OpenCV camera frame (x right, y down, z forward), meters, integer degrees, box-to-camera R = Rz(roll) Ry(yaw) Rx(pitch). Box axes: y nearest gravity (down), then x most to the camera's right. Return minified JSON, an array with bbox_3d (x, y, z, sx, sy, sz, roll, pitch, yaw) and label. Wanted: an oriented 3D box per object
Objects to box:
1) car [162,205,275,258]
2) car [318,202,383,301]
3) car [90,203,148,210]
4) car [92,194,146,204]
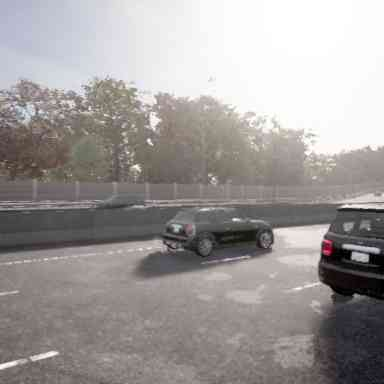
[{"bbox_3d":[1.177,1.378,13.182,4.553,1.767,2.097,0,0,-35],"label":"car"},{"bbox_3d":[5.143,1.247,7.414,5.566,2.045,2.150,0,0,-35],"label":"car"},{"bbox_3d":[-4.200,1.631,22.488,4.718,1.301,1.895,0,0,-35],"label":"car"},{"bbox_3d":[-7.238,1.266,33.212,5.566,2.045,2.150,0,0,-35],"label":"car"}]
